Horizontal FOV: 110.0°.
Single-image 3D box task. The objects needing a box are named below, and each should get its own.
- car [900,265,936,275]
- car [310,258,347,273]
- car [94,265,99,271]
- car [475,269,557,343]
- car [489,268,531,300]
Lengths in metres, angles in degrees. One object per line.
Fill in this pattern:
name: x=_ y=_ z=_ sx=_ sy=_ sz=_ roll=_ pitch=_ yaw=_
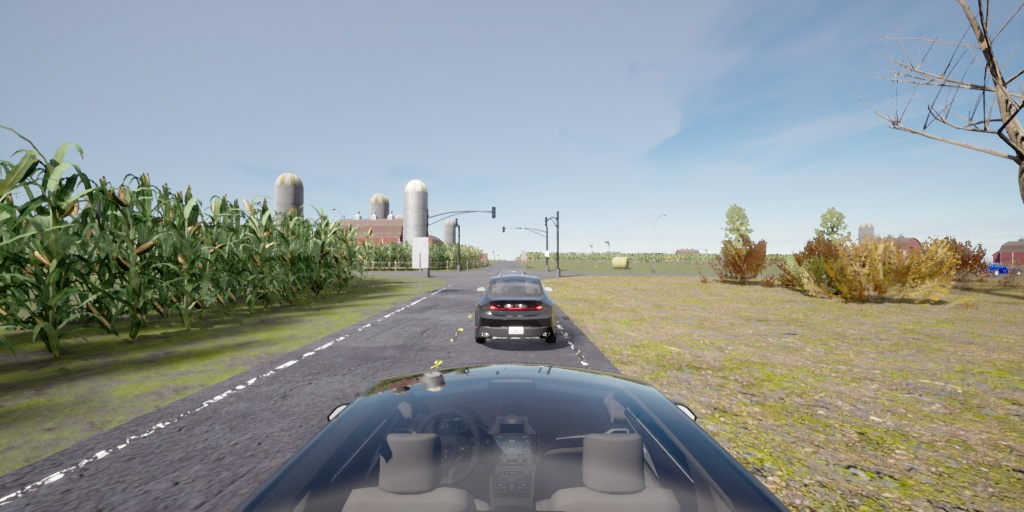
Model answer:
car: x=48.559 y=1.768 z=42.536 sx=4.181 sy=1.385 sz=1.994 roll=1 pitch=-1 yaw=-5
car: x=-19.828 y=0.931 z=37.659 sx=4.553 sy=1.767 sz=2.097 roll=0 pitch=-1 yaw=-3
car: x=-39.998 y=0.984 z=36.549 sx=4.181 sy=1.385 sz=1.994 roll=0 pitch=-1 yaw=-3
car: x=0.080 y=1.259 z=9.672 sx=1.837 sy=1.490 sz=4.892 roll=0 pitch=0 yaw=0
car: x=0.032 y=1.360 z=18.823 sx=1.895 sy=1.301 sz=4.718 roll=0 pitch=0 yaw=4
